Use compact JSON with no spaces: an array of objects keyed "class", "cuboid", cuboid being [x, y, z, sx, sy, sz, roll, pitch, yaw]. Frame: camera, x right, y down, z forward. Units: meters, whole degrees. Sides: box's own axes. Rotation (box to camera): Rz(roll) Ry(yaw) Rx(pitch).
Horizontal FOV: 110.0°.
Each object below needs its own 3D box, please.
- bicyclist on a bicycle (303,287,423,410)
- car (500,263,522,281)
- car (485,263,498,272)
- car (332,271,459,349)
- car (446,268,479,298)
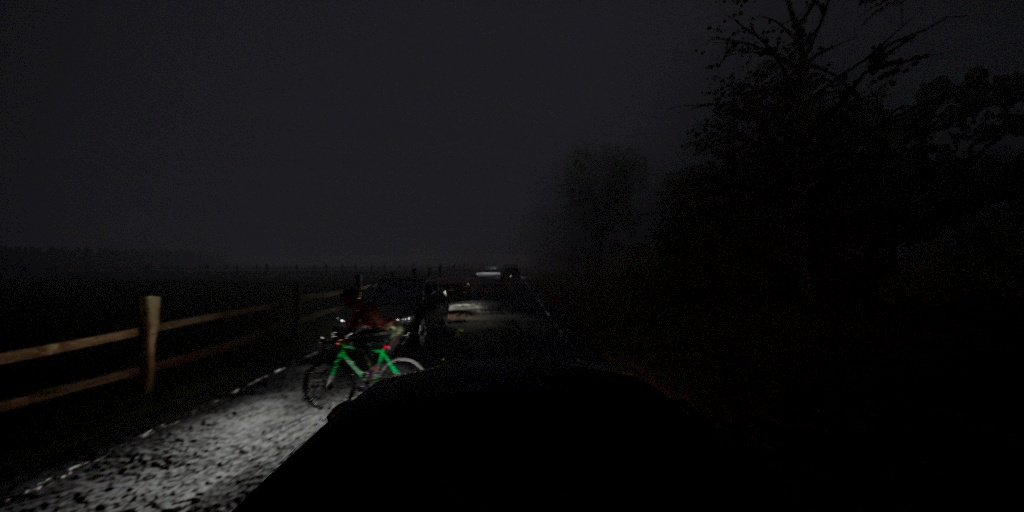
[{"class":"bicyclist on a bicycle","cuboid":[-1.954,1.235,4.746,1.656,1.620,0.582,-2,-1,0]},{"class":"car","cuboid":[-0.112,1.539,34.214,1.837,1.490,4.892,0,-1,0]},{"class":"car","cuboid":[-3.189,1.807,55.875,1.895,1.301,4.718,0,0,0]},{"class":"car","cuboid":[-2.891,1.316,9.462,2.128,1.511,4.902,0,-1,0]},{"class":"car","cuboid":[-2.952,1.397,19.945,1.882,1.535,5.008,0,-1,0]}]
